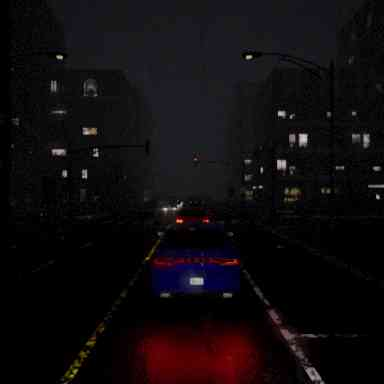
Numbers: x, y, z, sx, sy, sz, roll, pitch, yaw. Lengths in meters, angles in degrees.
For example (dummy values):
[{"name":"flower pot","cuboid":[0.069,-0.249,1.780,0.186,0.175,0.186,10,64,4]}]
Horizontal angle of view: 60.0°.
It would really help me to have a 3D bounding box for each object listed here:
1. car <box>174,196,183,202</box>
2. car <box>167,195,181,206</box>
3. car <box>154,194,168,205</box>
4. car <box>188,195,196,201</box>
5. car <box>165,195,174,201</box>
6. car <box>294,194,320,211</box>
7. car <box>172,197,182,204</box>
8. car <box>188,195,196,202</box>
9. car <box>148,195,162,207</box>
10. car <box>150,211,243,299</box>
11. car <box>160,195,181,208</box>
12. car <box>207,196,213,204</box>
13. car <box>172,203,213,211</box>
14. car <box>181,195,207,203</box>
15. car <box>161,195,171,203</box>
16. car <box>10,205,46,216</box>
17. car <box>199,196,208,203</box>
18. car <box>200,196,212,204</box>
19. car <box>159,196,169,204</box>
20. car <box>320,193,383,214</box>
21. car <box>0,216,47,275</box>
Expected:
[{"name":"car","cuboid":[-3.086,1.671,78.483,1.895,1.301,4.718,0,0,0]},{"name":"car","cuboid":[-3.142,1.408,58.636,2.097,1.767,4.553,0,0,0]},{"name":"car","cuboid":[-5.759,1.377,63.148,2.192,1.841,5.009,0,0,0]},{"name":"car","cuboid":[-0.097,1.628,90.473,2.128,1.511,4.902,0,0,0]},{"name":"car","cuboid":[-5.783,1.535,85.879,1.967,1.590,4.097,0,0,0]},{"name":"car","cuboid":[13.389,1.253,35.539,4.892,1.490,1.837,-1,0,-1]},{"name":"car","cuboid":[-3.084,1.669,68.144,1.895,1.301,4.718,0,0,0]},{"name":"car","cuboid":[-0.085,1.564,80.363,1.882,1.535,5.008,0,0,0]},{"name":"car","cuboid":[-5.746,1.613,51.783,1.947,1.339,4.313,0,0,0]},{"name":"car","cuboid":[0.094,1.483,8.555,1.882,1.535,5.008,0,0,0]},{"name":"car","cuboid":[-3.133,1.592,49.154,2.033,1.411,5.357,0,0,-1]},{"name":"car","cuboid":[2.628,1.494,57.477,1.967,1.590,4.097,0,0,0]},{"name":"car","cuboid":[0.079,1.538,17.895,1.812,1.442,4.674,0,0,1]},{"name":"car","cuboid":[0.219,1.392,44.158,2.097,1.767,4.553,0,0,-10]},{"name":"car","cuboid":[-5.771,1.518,74.513,1.967,1.590,4.097,0,0,0]},{"name":"car","cuboid":[-16.709,1.909,32.043,4.718,1.301,1.895,-1,0,-1]},{"name":"car","cuboid":[2.610,1.659,74.524,1.802,1.307,4.206,0,0,0]},{"name":"car","cuboid":[2.622,1.502,63.159,1.967,1.590,4.097,0,0,0]},{"name":"car","cuboid":[-5.765,1.594,68.660,1.752,1.417,4.829,0,0,0]},{"name":"car","cuboid":[14.663,1.048,29.743,5.009,1.841,2.192,-1,1,-1]},{"name":"car","cuboid":[-5.750,1.588,9.759,1.802,1.307,4.206,0,0,0]}]
